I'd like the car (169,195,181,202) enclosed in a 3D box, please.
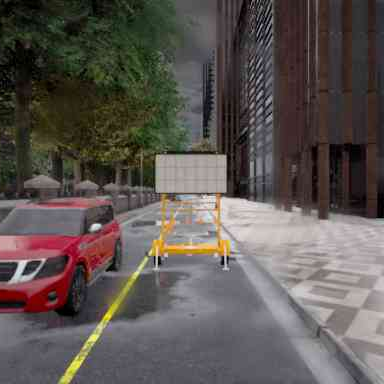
[{"bbox_3d":[-3.171,1.304,63.380,2.097,1.767,4.553,0,0,0],"label":"car"}]

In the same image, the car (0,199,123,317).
[{"bbox_3d":[-3.121,1.221,7.809,2.150,2.045,5.566,0,0,0],"label":"car"}]

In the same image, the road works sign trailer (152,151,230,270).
[{"bbox_3d":[-0.028,0.463,11.004,2.380,3.560,2.880,0,0,0],"label":"road works sign trailer"}]
